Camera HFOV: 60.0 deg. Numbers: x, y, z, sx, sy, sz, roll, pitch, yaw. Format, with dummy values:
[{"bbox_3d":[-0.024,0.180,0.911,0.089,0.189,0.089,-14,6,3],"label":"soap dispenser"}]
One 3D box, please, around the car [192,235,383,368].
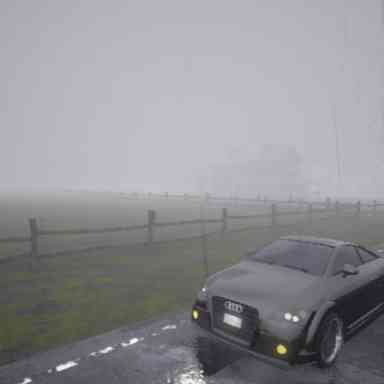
[{"bbox_3d":[1.977,1.501,5.734,4.181,1.385,1.994,0,1,-44],"label":"car"}]
